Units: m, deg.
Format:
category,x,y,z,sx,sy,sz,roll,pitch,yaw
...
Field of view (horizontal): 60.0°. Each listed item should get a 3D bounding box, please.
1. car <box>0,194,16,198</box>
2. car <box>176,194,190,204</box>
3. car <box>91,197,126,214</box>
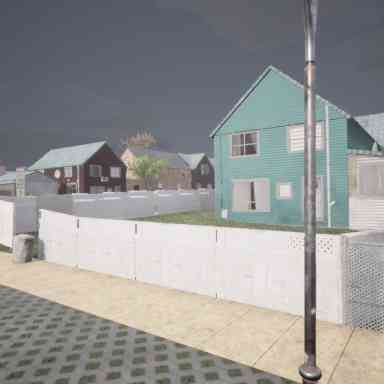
category,x,y,z,sx,sy,sz,roll,pitch,yaw
car,-12.718,1.067,21.325,2.097,1.767,4.553,-1,1,35
car,-1.852,0.684,36.804,1.882,1.535,5.008,-1,1,35
car,-7.549,0.950,28.692,1.882,1.535,5.008,-1,1,35
